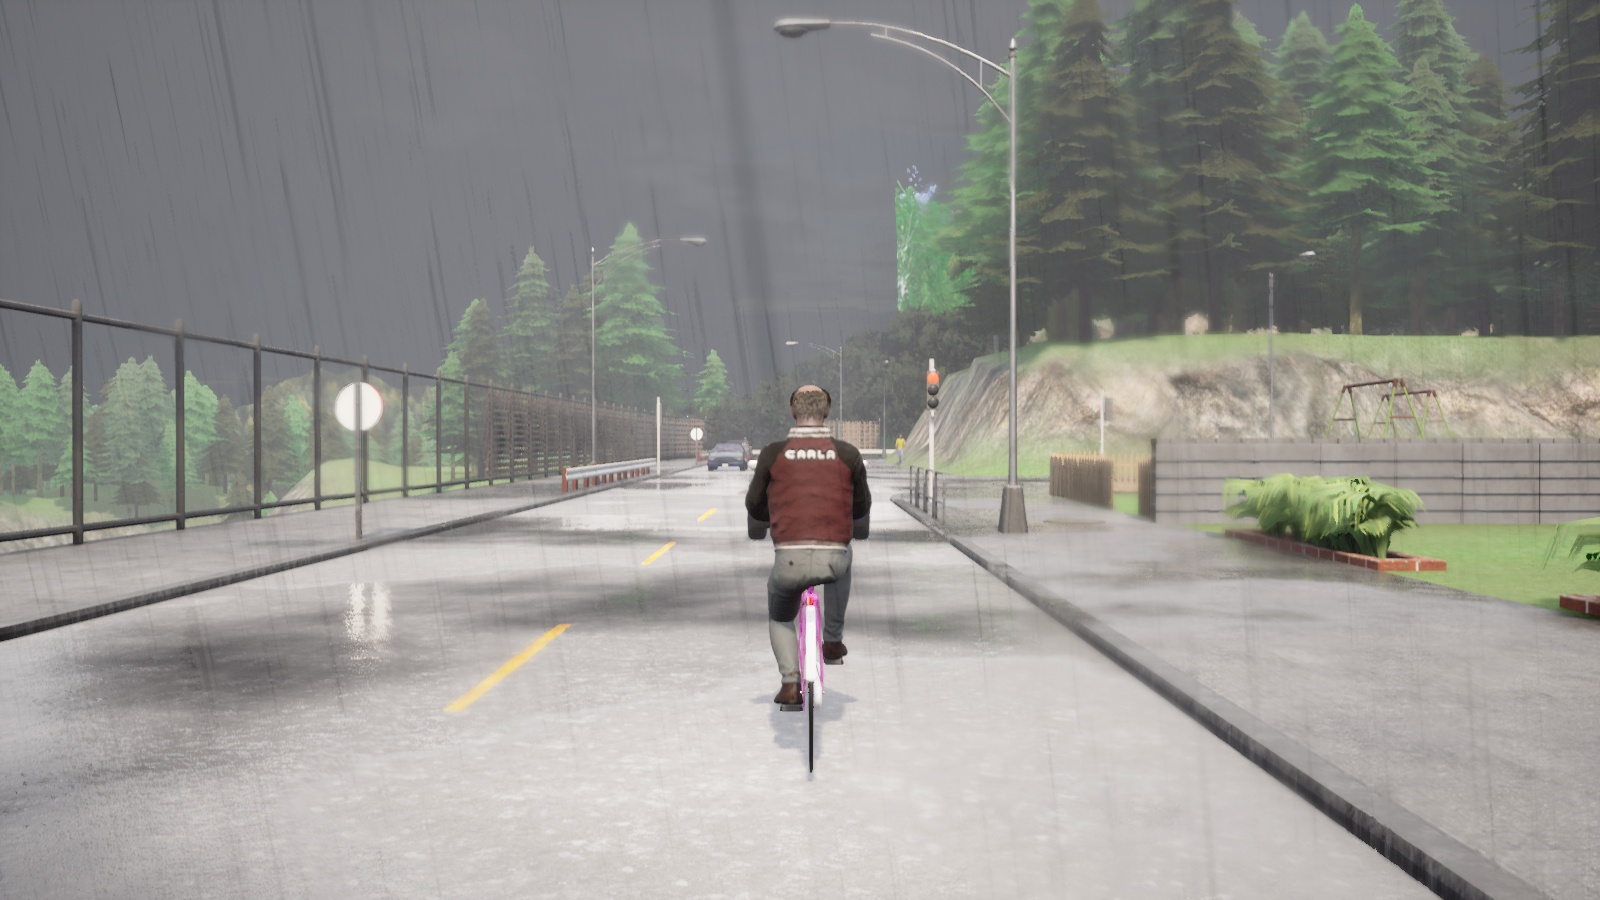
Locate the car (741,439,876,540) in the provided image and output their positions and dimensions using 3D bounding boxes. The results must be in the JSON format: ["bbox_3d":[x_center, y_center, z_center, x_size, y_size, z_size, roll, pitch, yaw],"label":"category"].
[{"bbox_3d":[0.130,0.568,20.233,1.970,1.475,3.806,0,0,0],"label":"car"}]

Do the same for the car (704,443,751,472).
[{"bbox_3d":[-3.595,0.341,63.268,2.033,1.411,5.357,0,0,0],"label":"car"}]

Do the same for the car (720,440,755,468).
[{"bbox_3d":[-3.579,0.209,72.129,1.789,1.549,3.705,0,0,0],"label":"car"}]

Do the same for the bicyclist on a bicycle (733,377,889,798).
[{"bbox_3d":[0.050,0.573,6.221,0.659,1.776,1.843,0,1,0],"label":"bicyclist on a bicycle"}]

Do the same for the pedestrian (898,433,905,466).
[{"bbox_3d":[5.686,-0.039,70.191,0.354,1.836,0.706,0,0,0],"label":"pedestrian"}]
